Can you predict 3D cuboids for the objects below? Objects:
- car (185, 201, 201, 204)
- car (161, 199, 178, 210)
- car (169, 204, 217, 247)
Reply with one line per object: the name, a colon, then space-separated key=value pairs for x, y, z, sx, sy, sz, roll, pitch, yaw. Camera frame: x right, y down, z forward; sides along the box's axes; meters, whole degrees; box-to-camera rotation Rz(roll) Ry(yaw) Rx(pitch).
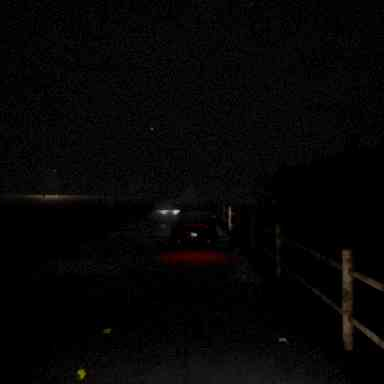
car: x=0.092 y=1.552 z=31.232 sx=1.882 sy=1.535 sz=5.008 roll=0 pitch=0 yaw=0
car: x=-2.832 y=1.624 z=44.081 sx=1.812 sy=1.442 sz=4.674 roll=0 pitch=0 yaw=0
car: x=0.091 y=1.515 z=15.370 sx=1.882 sy=1.535 sz=5.008 roll=0 pitch=0 yaw=0
